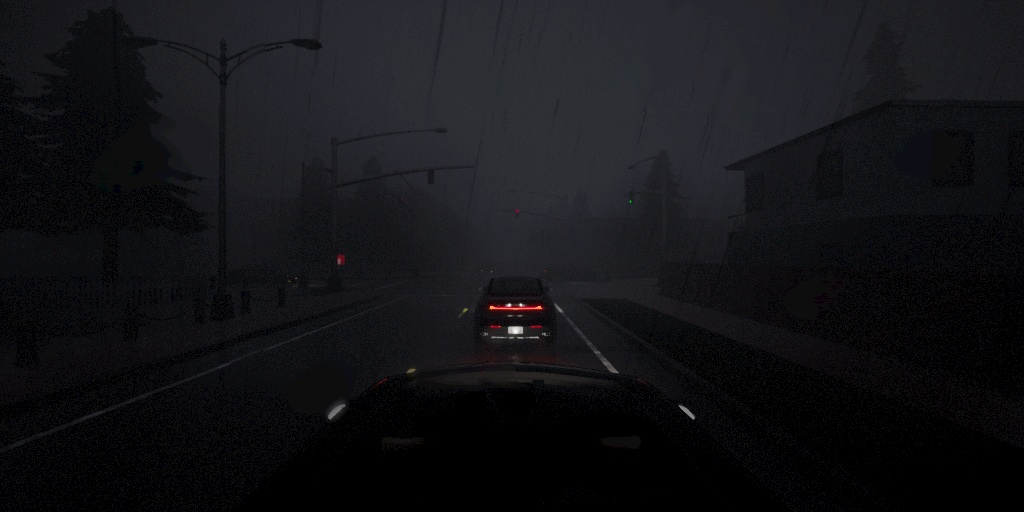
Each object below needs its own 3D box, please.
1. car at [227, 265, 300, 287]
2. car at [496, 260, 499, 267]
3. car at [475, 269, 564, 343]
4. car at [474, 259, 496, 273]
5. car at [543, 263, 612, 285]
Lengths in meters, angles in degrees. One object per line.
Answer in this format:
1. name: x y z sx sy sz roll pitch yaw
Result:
1. car: -16.540 1.329 24.103 4.181 1.385 1.994 0 0 -2
2. car: -3.475 1.242 54.581 2.128 1.511 4.902 0 0 0
3. car: 0.092 1.255 9.684 1.837 1.490 4.892 0 0 0
4. car: -3.505 1.297 44.399 2.033 1.411 5.357 0 0 0
5. car: 4.538 1.226 25.214 4.902 1.511 2.128 0 0 -3
